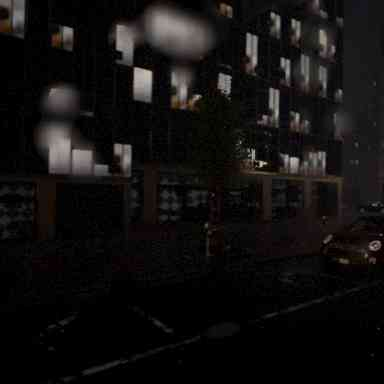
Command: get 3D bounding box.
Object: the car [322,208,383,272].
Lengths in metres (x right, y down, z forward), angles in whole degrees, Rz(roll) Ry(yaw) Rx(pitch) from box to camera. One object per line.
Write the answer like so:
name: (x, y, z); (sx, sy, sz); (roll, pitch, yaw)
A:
car: (6.080, 1.515, 10.903); (4.097, 1.590, 1.967); (0, 1, -36)

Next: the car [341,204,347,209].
car: (22.372, 2.099, 53.715); (1.752, 1.417, 4.829); (1, -1, -35)

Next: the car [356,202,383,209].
car: (21.942, 1.880, 39.682); (2.008, 1.369, 4.403); (1, -1, -35)
